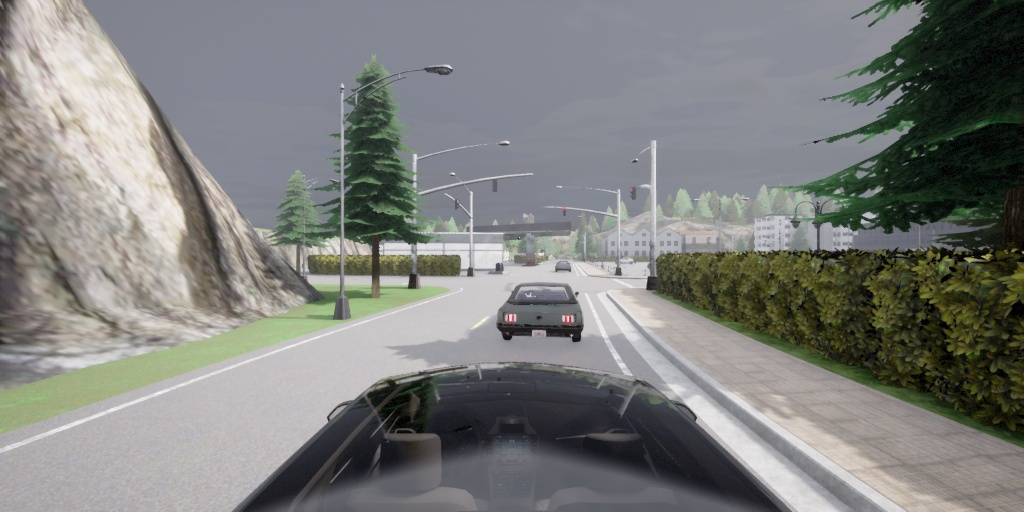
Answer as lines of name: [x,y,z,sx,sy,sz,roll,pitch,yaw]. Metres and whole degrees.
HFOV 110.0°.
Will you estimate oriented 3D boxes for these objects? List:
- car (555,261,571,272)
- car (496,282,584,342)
car: [6.517,1.314,45.594,1.994,1.385,4.181,0,0,9]
car: [0.882,1.351,9.781,1.895,1.301,4.718,0,0,8]
